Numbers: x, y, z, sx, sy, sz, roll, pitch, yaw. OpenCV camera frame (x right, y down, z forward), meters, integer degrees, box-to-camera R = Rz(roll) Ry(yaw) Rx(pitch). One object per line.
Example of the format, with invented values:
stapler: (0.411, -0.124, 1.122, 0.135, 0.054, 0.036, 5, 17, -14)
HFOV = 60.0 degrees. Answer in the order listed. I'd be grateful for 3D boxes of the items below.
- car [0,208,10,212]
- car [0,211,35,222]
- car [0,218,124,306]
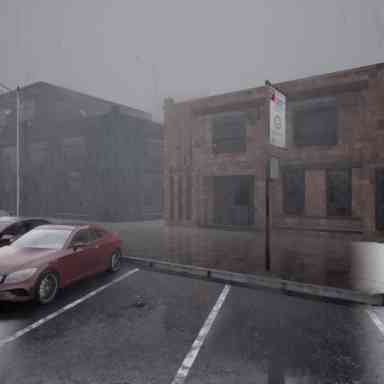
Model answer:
car: (-8.244, 1.366, 11.746, 2.185, 1.767, 4.553, 1, -1, 15)
car: (-5.792, 1.518, 9.982, 2.163, 1.488, 4.792, 1, -1, 15)
car: (-3.311, 1.527, 8.310, 2.002, 1.452, 4.674, 1, -1, 15)
